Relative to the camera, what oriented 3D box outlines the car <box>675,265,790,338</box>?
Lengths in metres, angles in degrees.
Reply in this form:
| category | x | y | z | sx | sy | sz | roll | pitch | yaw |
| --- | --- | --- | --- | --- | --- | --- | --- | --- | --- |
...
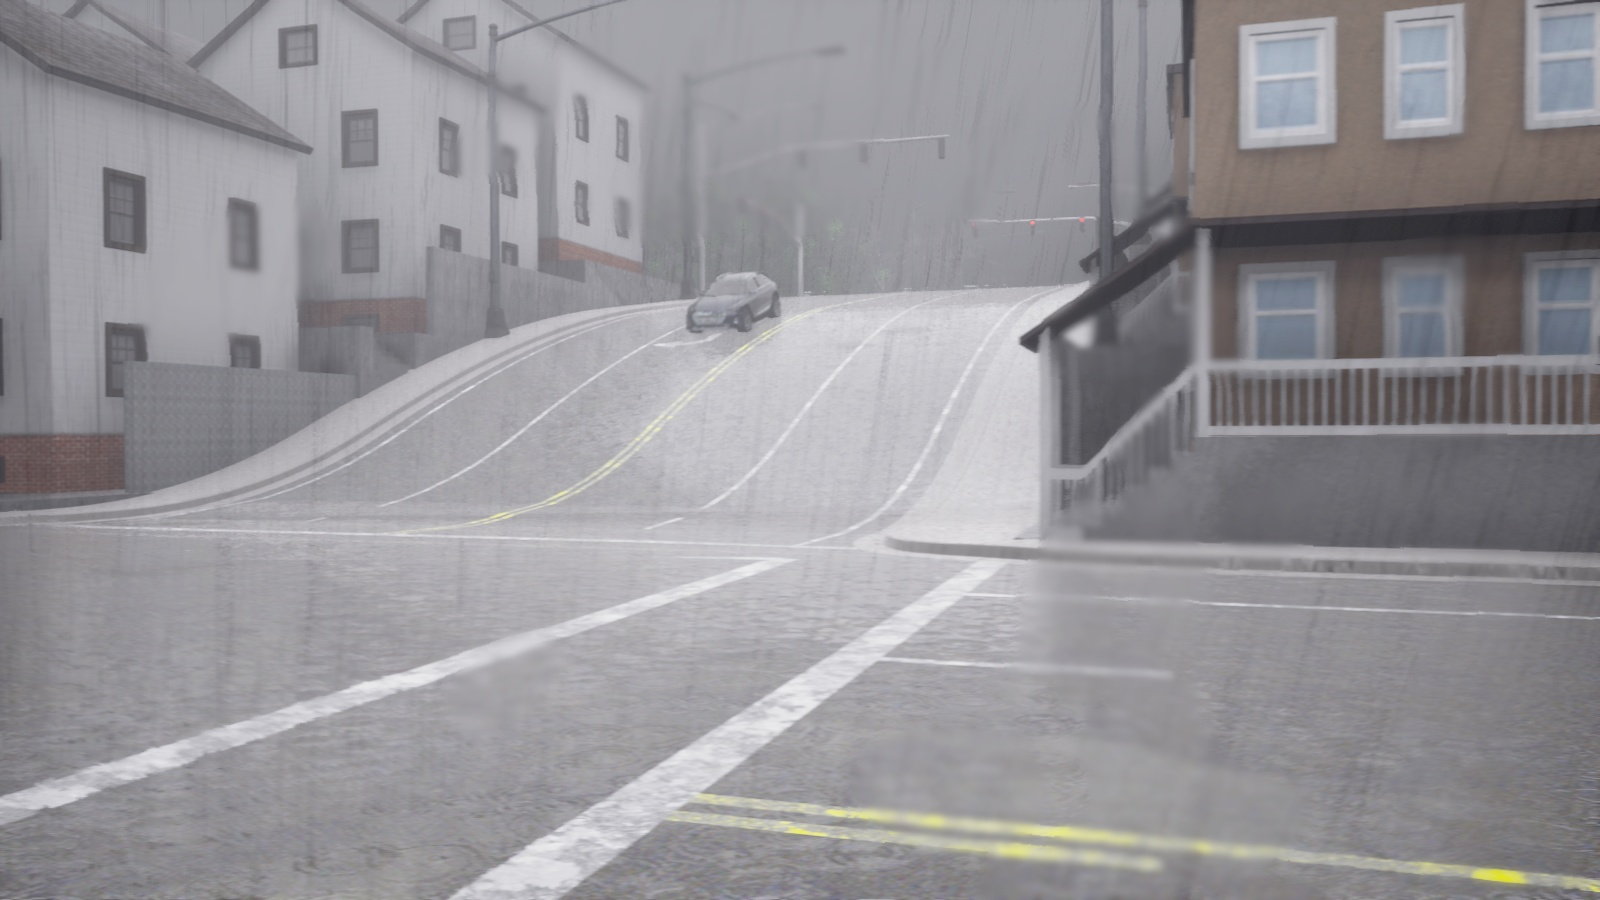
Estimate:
| category | x | y | z | sx | sy | sz | roll | pitch | yaw |
| --- | --- | --- | --- | --- | --- | --- | --- | --- | --- |
| car | -2.113 | -4.894 | 40.966 | 2.033 | 1.649 | 4.856 | 1 | 15 | 18 |
